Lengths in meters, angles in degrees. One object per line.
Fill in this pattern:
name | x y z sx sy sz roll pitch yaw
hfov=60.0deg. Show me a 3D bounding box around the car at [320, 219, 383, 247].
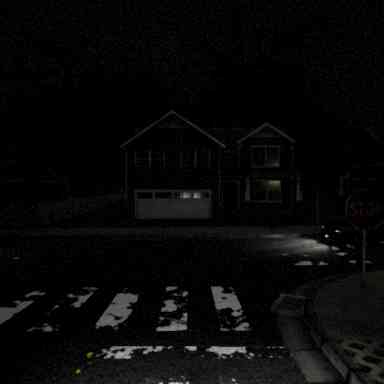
car | 8.295 1.429 13.924 5.357 1.411 2.033 -1 1 0
